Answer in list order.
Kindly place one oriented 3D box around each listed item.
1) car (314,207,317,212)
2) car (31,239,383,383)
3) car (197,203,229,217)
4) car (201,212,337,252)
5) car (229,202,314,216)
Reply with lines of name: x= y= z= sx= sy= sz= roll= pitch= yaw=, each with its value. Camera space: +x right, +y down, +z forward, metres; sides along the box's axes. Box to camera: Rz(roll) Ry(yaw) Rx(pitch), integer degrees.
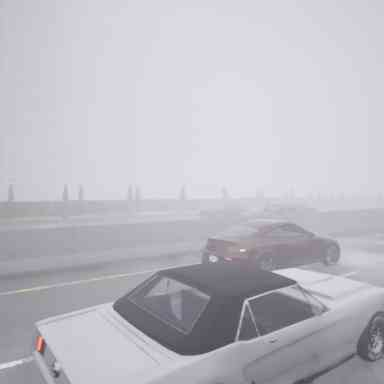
car: x=8.008 y=1.551 z=26.908 sx=5.357 sy=1.411 sz=2.033 roll=0 pitch=0 yaw=-35
car: x=0.684 y=1.601 z=4.235 sx=4.718 sy=1.301 sz=1.895 roll=0 pitch=0 yaw=-36
car: x=2.747 y=1.604 z=27.454 sx=4.718 sy=1.301 sz=1.895 roll=0 pitch=0 yaw=-35
car: x=2.411 y=1.527 z=9.768 sx=4.674 sy=1.442 sz=1.812 roll=0 pitch=0 yaw=-36
car: x=4.949 y=1.494 z=20.424 sx=4.902 sy=1.511 sz=2.128 roll=0 pitch=0 yaw=-35
